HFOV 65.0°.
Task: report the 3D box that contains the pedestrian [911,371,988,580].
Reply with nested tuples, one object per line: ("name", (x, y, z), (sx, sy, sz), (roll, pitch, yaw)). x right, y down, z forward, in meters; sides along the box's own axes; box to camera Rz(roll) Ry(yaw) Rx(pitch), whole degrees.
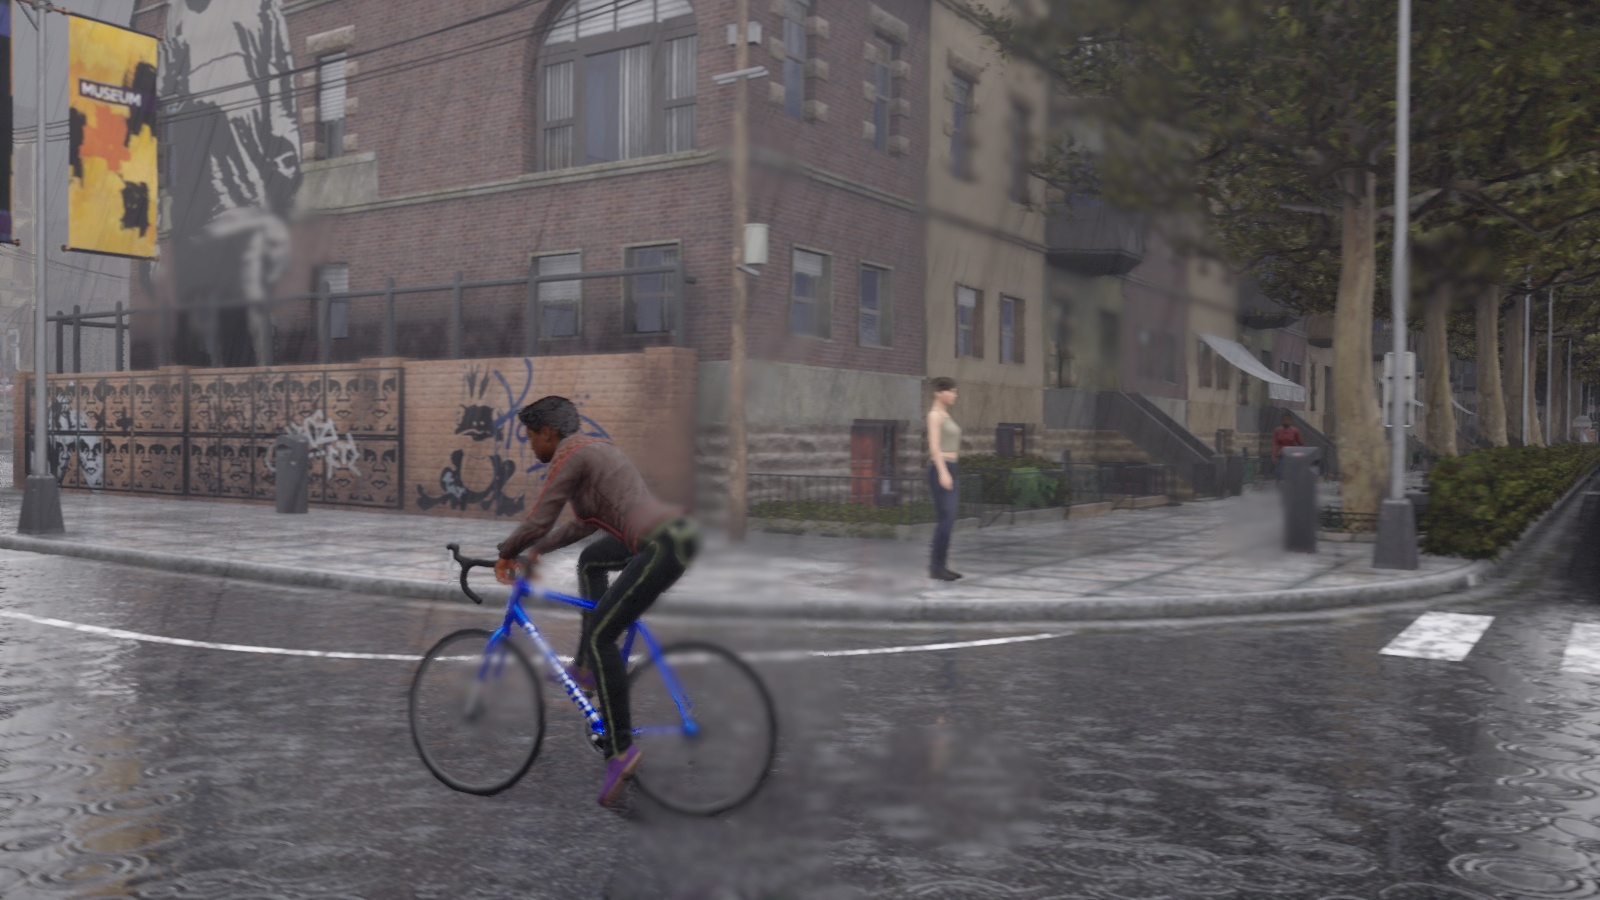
("pedestrian", (1.346, 0.222, 11.286), (0.594, 1.836, 0.345), (0, 1, 25))

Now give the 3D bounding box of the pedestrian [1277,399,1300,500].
("pedestrian", (9.063, -0.012, 23.276), (0.331, 1.846, 0.636), (0, 1, 27))

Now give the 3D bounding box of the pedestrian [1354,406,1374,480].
("pedestrian", (14.217, -0.173, 31.657), (0.345, 1.836, 0.594), (0, 1, 36))

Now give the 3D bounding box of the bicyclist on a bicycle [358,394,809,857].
("bicyclist on a bicycle", (-0.848, 0.625, 4.935), (1.656, 1.620, 0.582), (-1, -1, 18))
